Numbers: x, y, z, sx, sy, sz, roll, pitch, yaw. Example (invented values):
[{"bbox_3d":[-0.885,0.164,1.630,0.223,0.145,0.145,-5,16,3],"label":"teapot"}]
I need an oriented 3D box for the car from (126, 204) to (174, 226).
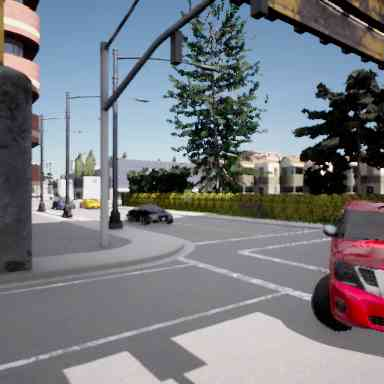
[{"bbox_3d":[-3.020,1.581,23.469,1.994,1.385,4.181,0,0,-35],"label":"car"}]

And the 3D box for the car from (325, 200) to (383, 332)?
[{"bbox_3d":[3.983,1.232,6.730,2.150,2.045,5.566,3,1,23],"label":"car"}]

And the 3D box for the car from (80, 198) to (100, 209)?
[{"bbox_3d":[-13.935,1.500,45.418,1.882,1.535,5.008,0,0,-34],"label":"car"}]

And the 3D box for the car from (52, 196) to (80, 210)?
[{"bbox_3d":[-16.344,1.368,42.468,2.097,1.767,4.553,0,0,-35],"label":"car"}]
